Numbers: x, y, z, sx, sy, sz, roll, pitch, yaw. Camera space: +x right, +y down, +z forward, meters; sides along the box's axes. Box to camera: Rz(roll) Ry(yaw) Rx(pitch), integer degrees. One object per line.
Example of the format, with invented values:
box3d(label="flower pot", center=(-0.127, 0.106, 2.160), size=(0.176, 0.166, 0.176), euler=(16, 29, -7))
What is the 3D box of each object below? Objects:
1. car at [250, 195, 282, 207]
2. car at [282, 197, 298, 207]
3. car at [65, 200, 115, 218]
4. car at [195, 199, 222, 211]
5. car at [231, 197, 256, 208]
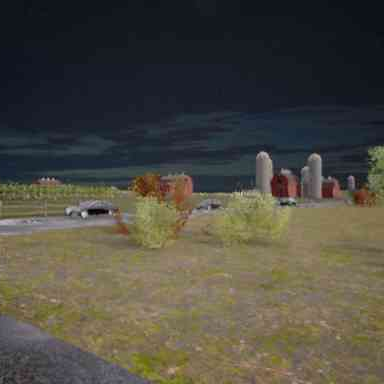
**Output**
box3d(label="car", center=(11.426, 1.523, 51.622), size=(2.150, 2.045, 5.566), euler=(0, -1, 36))
box3d(label="car", center=(17.431, 1.768, 60.011), size=(2.097, 1.767, 4.553), euler=(0, -1, 36))
box3d(label="car", center=(-8.886, 1.487, 29.638), size=(2.128, 1.511, 4.902), euler=(0, -1, 35))
box3d(label="car", center=(2.356, 1.712, 45.220), size=(1.837, 1.490, 4.892), euler=(0, -1, 36))
box3d(label="car", center=(8.307, 1.672, 53.416), size=(2.097, 1.767, 4.553), euler=(0, -1, 36))
